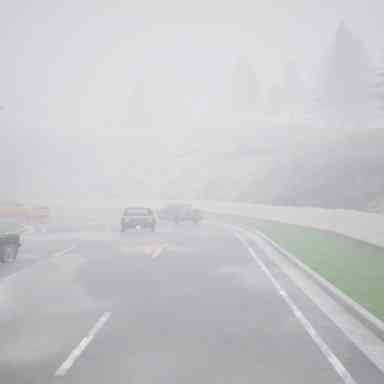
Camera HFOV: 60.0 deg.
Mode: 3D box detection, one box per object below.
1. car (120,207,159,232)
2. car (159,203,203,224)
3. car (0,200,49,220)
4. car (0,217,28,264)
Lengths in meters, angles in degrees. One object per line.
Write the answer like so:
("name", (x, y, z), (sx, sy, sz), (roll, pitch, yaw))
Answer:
("car", (-3.277, 1.568, 19.925), (1.895, 1.301, 4.718), (0, 0, -10))
("car", (-1.130, 1.510, 24.351), (2.033, 1.411, 5.357), (0, 0, -26))
("car", (-13.543, 1.425, 25.951), (5.008, 1.535, 1.882), (0, -1, 20))
("car", (-6.573, 1.581, 8.793), (1.895, 1.301, 4.718), (0, 0, 2))
